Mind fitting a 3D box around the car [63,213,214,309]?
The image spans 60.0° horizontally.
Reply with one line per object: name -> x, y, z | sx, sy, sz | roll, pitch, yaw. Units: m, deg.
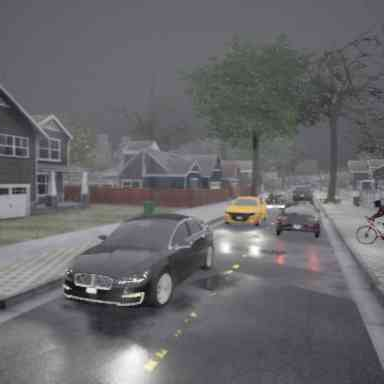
car -> -0.838, 1.316, 7.734 | 1.837, 1.490, 4.892 | 1, 2, 20

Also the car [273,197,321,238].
car -> 5.097, 1.212, 15.904 | 1.812, 1.442, 4.674 | 1, 2, 19

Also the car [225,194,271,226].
car -> 3.290, 1.031, 19.710 | 1.882, 1.535, 5.008 | 1, 2, 19

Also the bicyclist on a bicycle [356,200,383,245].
bicyclist on a bicycle -> 6.798, 1.124, 11.904 | 1.656, 1.620, 0.582 | 1, 2, 19

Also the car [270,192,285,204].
car -> 9.378, 0.739, 37.249 | 1.994, 1.385, 4.181 | 1, 2, 20

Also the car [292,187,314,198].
car -> 12.859, 0.419, 38.572 | 2.150, 2.045, 5.566 | 1, 2, 19
